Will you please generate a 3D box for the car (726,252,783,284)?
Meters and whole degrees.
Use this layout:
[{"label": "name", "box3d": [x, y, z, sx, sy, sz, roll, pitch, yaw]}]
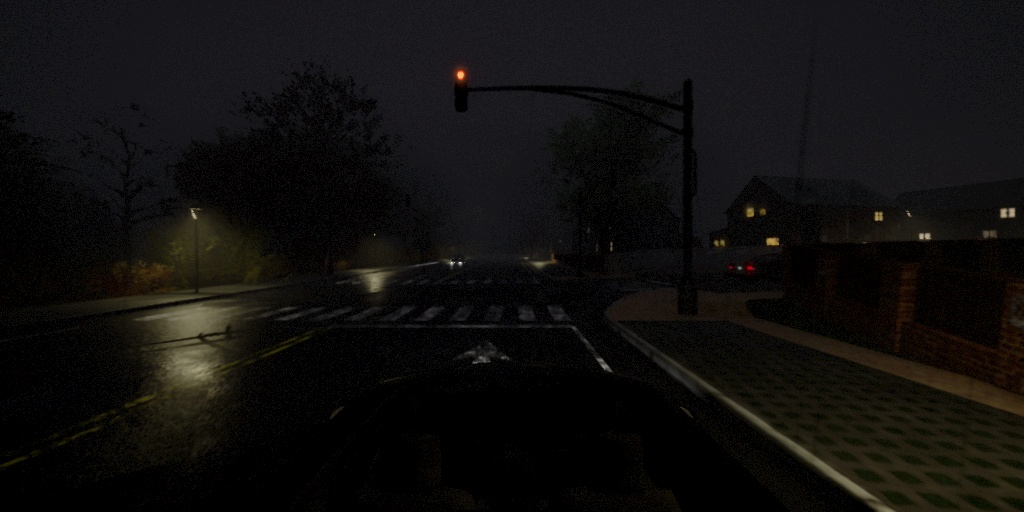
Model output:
[{"label": "car", "box3d": [12.829, 0.517, 16.532, 5.357, 1.411, 2.033, -2, 0, -6]}]
